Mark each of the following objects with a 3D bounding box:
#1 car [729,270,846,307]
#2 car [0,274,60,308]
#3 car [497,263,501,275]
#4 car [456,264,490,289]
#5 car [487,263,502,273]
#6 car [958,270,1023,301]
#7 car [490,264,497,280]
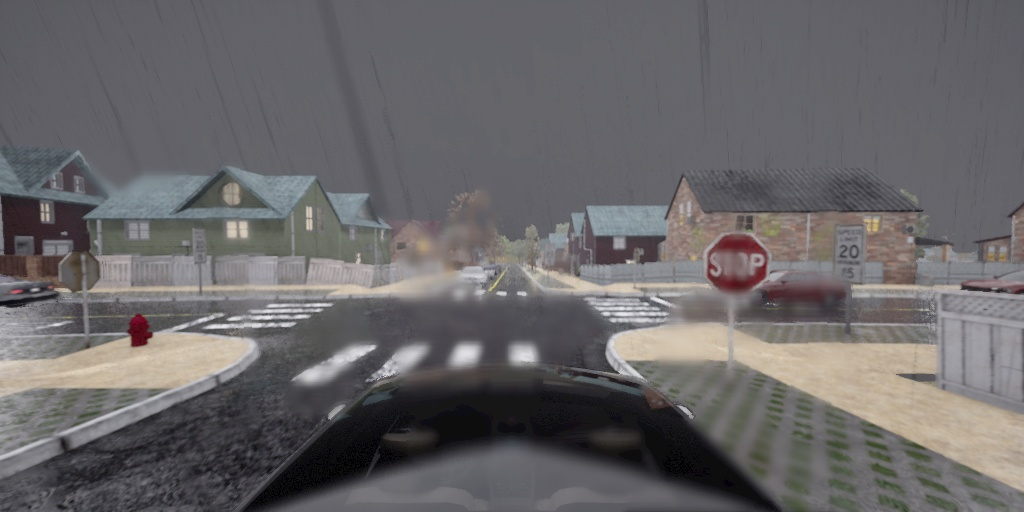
[{"bbox_3d":[11.711,1.319,15.491,4.674,1.442,1.812,0,2,2],"label":"car"},{"bbox_3d":[-19.673,1.257,12.333,5.357,1.411,2.033,0,2,-15],"label":"car"},{"bbox_3d":[-2.728,1.711,45.113,2.033,1.411,5.357,0,-1,0],"label":"car"},{"bbox_3d":[-2.689,1.479,25.233,1.812,1.442,4.674,0,-1,-3],"label":"car"},{"bbox_3d":[-2.659,1.840,55.106,1.994,1.385,4.181,0,-1,1],"label":"car"},{"bbox_3d":[21.820,1.300,14.793,5.008,1.535,1.882,0,2,6],"label":"car"},{"bbox_3d":[-2.757,1.657,35.322,1.895,1.301,4.718,0,-1,0],"label":"car"}]
